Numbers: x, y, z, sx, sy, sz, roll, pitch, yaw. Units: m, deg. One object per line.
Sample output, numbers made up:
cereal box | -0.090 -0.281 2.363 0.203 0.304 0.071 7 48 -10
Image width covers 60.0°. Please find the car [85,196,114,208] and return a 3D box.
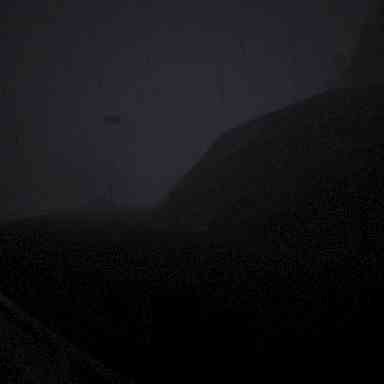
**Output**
car | -13.428 1.402 48.711 2.097 1.767 4.553 0 0 26
